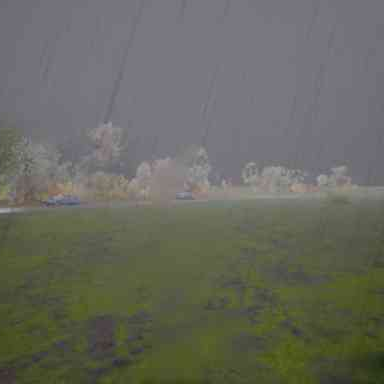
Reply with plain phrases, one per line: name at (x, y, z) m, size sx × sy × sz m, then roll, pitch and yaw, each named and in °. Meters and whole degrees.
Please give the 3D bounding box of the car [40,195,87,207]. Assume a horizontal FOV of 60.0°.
car at (-15.260, 1.015, 39.848) m, size 2.033 × 1.411 × 5.357 m, roll 1°, pitch 1°, yaw 36°

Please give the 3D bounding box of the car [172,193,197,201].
car at (-1.268, 0.808, 58.941) m, size 2.033 × 1.411 × 5.357 m, roll 1°, pitch 1°, yaw 37°
